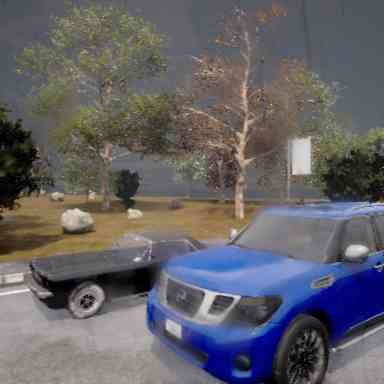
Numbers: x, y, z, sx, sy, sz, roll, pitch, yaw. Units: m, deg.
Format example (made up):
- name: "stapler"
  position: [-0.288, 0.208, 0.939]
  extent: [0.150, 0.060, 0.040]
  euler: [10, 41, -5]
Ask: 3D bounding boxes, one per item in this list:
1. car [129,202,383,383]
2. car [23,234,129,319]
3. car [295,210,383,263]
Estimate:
- name: "car"
  position: [2.041, 1.215, 5.436]
  extent: [5.566, 2.045, 2.150]
  euler: [0, 0, -35]
- name: "car"
  position: [-1.115, 1.598, 7.487]
  extent: [4.718, 1.301, 1.895]
  euler: [0, 0, -35]
- name: "car"
  position: [6.508, 1.537, 12.814]
  extent: [5.357, 1.411, 2.033]
  euler: [0, 0, -36]
